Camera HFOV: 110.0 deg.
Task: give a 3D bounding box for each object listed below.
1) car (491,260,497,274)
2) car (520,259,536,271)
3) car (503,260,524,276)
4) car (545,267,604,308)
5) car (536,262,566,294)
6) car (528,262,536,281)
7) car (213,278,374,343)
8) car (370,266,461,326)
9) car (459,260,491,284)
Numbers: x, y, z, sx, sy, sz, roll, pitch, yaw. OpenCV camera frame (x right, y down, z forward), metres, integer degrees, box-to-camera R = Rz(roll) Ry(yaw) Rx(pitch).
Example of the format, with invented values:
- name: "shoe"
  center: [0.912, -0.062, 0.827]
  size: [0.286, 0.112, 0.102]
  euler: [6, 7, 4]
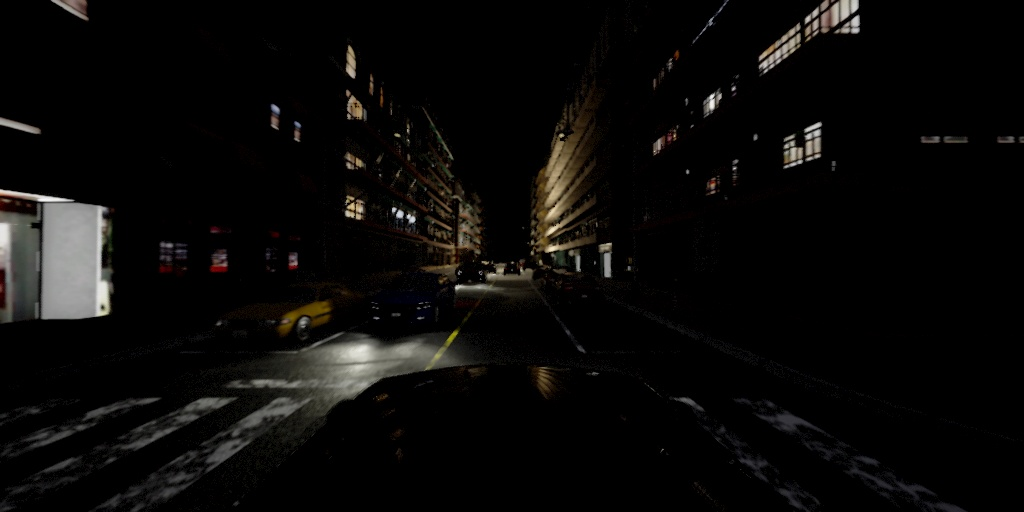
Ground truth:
- name: "car"
  center: [-3.005, 1.601, 45.998]
  size: [1.994, 1.385, 4.181]
  euler: [0, 0, 0]
- name: "car"
  center: [2.687, 1.351, 54.220]
  size: [2.192, 1.841, 5.009]
  euler: [0, 0, 0]
- name: "car"
  center: [-0.001, 1.529, 41.401]
  size: [1.994, 1.385, 4.181]
  euler: [0, 0, 0]
- name: "car"
  center: [2.690, 1.369, 15.555]
  size: [1.888, 1.381, 4.507]
  euler: [0, 0, 0]
- name: "car"
  center: [2.690, 1.294, 21.079]
  size: [1.967, 1.591, 4.097]
  euler: [0, 0, 0]
- name: "car"
  center: [2.689, 1.496, 32.125]
  size: [1.802, 1.307, 4.207]
  euler: [0, 0, 0]
- name: "car"
  center: [-5.690, 1.320, 9.875]
  size: [1.751, 1.417, 4.829]
  euler: [0, 0, 0]
- name: "car"
  center: [-3.099, 1.283, 12.075]
  size: [1.882, 1.535, 5.008]
  euler: [0, 0, 0]
- name: "car"
  center: [-3.093, 1.246, 28.500]
  size: [2.097, 1.767, 4.553]
  euler: [0, 0, 0]
